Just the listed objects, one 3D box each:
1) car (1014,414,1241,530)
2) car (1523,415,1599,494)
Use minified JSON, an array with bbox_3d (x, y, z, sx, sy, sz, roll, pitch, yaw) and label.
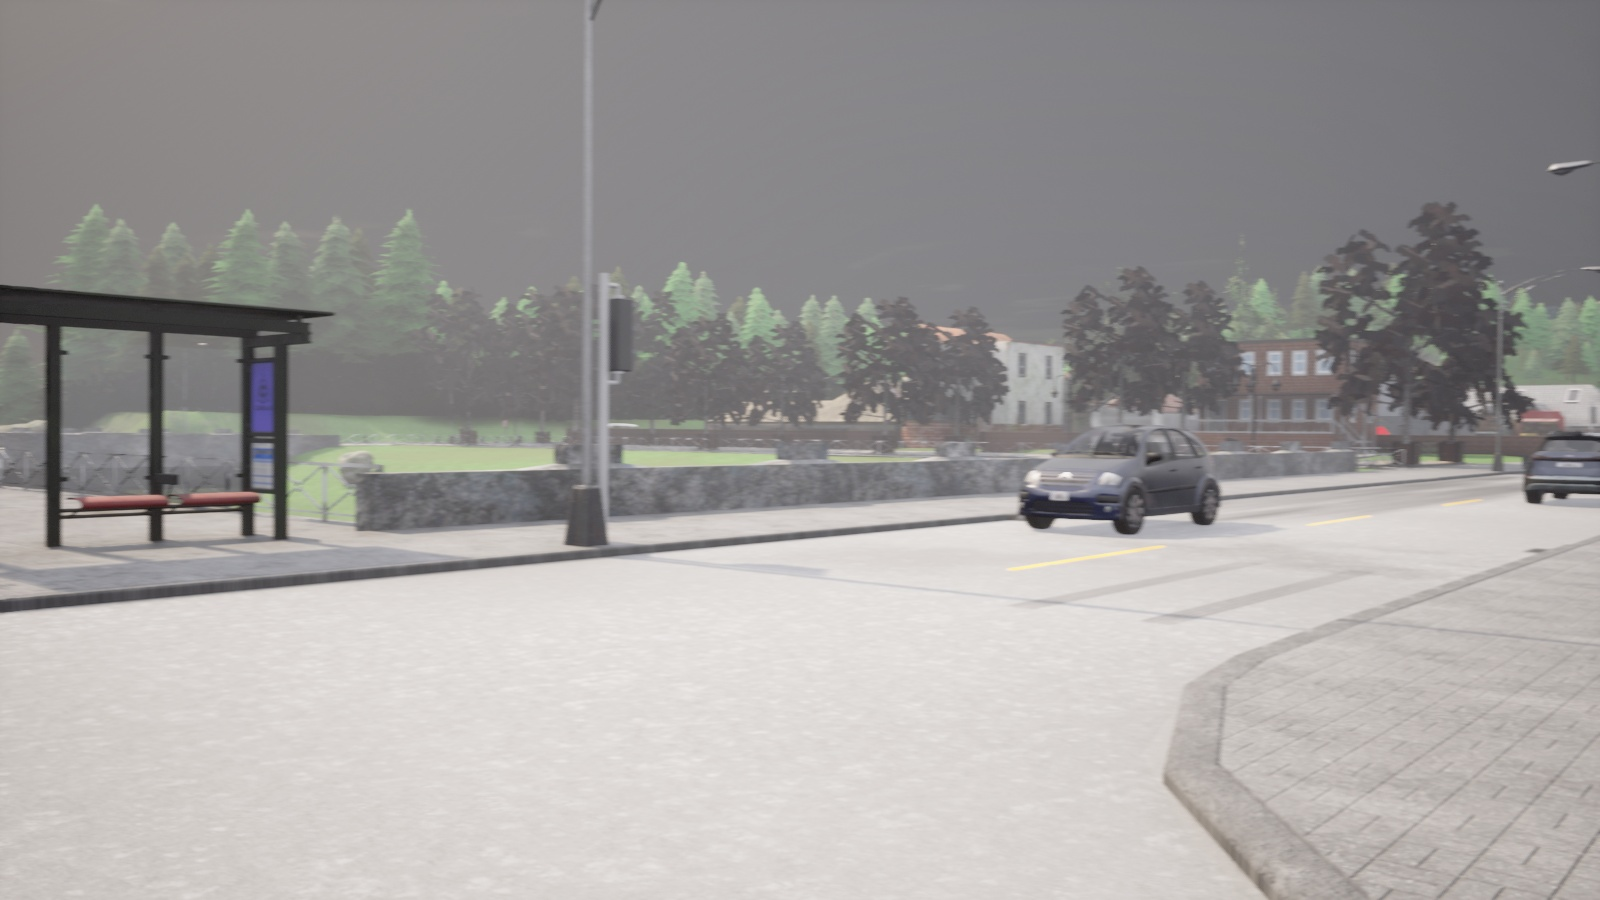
[{"bbox_3d":[5.213,0.273,19.688,1.851,1.617,3.988,0,1,41],"label":"car"},{"bbox_3d":[17.865,0.050,28.095,2.033,1.649,4.856,0,1,41],"label":"car"}]
